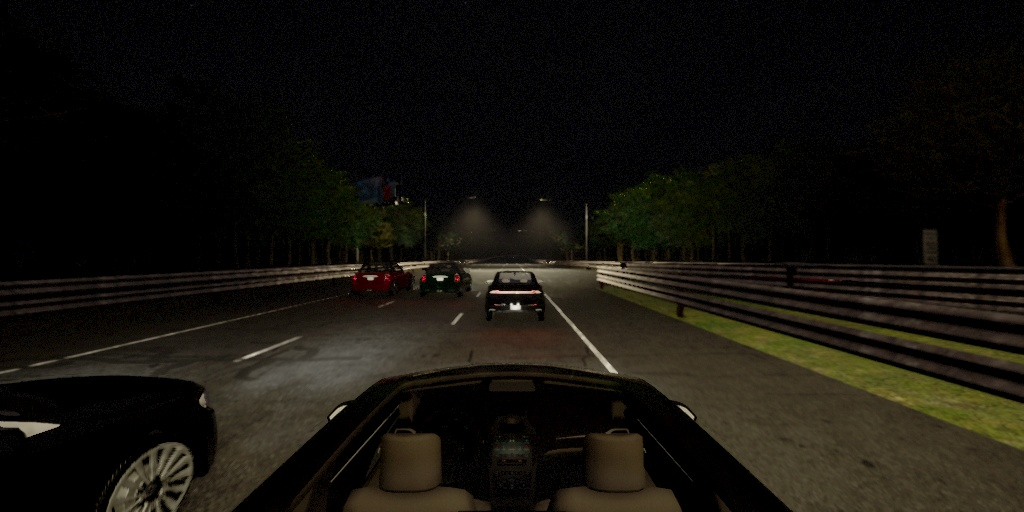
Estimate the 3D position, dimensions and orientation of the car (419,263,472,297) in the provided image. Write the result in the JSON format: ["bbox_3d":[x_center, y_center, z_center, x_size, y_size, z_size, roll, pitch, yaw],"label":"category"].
[{"bbox_3d":[-3.397,1.132,19.084,2.097,1.767,4.553,0,0,0],"label":"car"}]

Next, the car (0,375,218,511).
[{"bbox_3d":[-3.398,1.241,1.027,2.128,1.511,4.902,0,0,0],"label":"car"}]

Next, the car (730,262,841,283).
[{"bbox_3d":[12.940,1.045,17.445,2.163,1.488,4.792,0,0,-14],"label":"car"}]

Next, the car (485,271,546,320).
[{"bbox_3d":[0.102,1.256,12.614,2.128,1.511,4.902,0,0,0],"label":"car"}]

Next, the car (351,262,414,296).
[{"bbox_3d":[-6.896,1.133,19.595,2.097,1.767,4.553,0,0,0],"label":"car"}]
